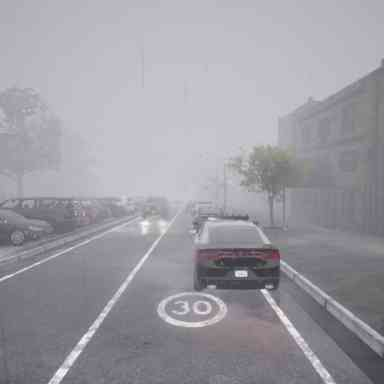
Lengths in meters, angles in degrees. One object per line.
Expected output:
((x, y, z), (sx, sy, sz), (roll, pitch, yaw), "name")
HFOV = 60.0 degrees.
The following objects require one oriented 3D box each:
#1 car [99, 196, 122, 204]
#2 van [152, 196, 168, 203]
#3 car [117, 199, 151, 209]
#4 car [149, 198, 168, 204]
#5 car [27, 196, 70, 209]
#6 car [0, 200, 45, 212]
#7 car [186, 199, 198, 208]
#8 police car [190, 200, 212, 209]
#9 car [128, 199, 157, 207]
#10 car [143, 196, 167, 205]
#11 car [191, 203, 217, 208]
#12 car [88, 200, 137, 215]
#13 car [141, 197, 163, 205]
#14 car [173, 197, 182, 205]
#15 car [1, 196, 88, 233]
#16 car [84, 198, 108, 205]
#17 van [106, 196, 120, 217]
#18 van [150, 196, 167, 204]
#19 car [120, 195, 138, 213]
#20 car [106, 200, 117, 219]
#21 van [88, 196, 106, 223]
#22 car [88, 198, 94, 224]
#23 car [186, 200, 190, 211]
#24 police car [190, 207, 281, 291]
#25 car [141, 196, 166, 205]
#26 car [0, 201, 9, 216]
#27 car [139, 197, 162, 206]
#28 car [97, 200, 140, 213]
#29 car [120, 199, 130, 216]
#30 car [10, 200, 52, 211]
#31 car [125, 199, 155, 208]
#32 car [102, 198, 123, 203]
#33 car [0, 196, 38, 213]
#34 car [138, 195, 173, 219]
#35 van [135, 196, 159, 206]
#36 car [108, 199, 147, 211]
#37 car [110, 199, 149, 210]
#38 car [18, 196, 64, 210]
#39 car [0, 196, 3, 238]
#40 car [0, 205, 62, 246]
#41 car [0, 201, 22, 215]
((-21.985, 2.089, 90.095), (5.566, 2.045, 2.435), (0, -1, 0), "car")
((-8.995, 2.154, 93.415), (4.442, 1.987, 1.878), (0, -1, 0), "van")
((-8.878, 1.893, 51.366), (4.792, 1.488, 2.163), (0, -1, 0), "car")
((-8.868, 2.312, 87.806), (4.892, 1.521, 2.231), (0, -1, 0), "car")
((-21.900, 1.609, 50.994), (5.566, 2.045, 2.435), (0, -1, 0), "car")
((-21.917, 1.765, 42.762), (5.008, 1.535, 2.097), (0, -1, 0), "car")
((0.041, 2.060, 59.947), (1.994, 1.385, 4.181), (0, -1, 0), "car")
((0.991, 1.559, 25.215), (1.930, 1.638, 5.238), (0, -1, 0), "police car")
((-8.826, 1.996, 59.775), (4.792, 1.488, 2.163), (0, -1, 0), "car")
((-8.840, 1.956, 79.400), (5.566, 2.045, 2.435), (0, -1, 0), "car")
((0.988, 1.584, 19.095), (1.837, 1.490, 4.892), (0, -1, 0), "car")
((-8.834, 1.710, 37.358), (4.892, 1.521, 2.231), (0, -1, 0), "car")
((-8.834, 2.013, 73.792), (4.553, 1.767, 2.185), (0, -1, 0), "car")
((-3.201, 2.236, 74.602), (1.994, 1.385, 4.181), (0, -1, 0), "car")
((-8.861, 1.283, 17.735), (5.566, 2.045, 2.435), (0, 0, 0), "car")
((-21.952, 2.171, 76.213), (4.892, 1.521, 2.231), (0, -1, 0), "car")
((-8.950, 1.407, 28.946), (4.442, 1.987, 1.878), (0, -1, 0), "van")
((-8.993, 2.119, 90.612), (4.442, 1.987, 1.878), (0, -1, 0), "van")
((-8.865, 1.432, 34.553), (5.566, 2.045, 2.435), (0, -1, 0), "car")
((-8.826, 1.608, 26.141), (4.892, 1.521, 2.231), (0, -1, 0), "car")
((-8.716, 1.356, 23.339), (4.442, 1.987, 1.878), (0, -1, 0), "van")
((-8.800, 1.431, 20.534), (4.553, 1.767, 2.185), (0, -1, 0), "car")
((0.072, 1.882, 46.267), (2.033, 1.411, 5.357), (0, -1, 1), "car")
((0.981, 1.431, 9.187), (1.930, 1.638, 5.238), (0, 0, 0), "police car")
((-8.838, 1.922, 76.597), (5.566, 2.045, 2.435), (0, -1, 0), "car")
((-21.887, 1.713, 34.407), (4.792, 1.488, 2.163), (0, -1, 0), "car")
((-8.831, 1.979, 70.989), (4.553, 1.767, 2.185), (0, -1, 0), "car")
((-8.812, 1.766, 40.155), (4.792, 1.488, 2.163), (0, -1, 0), "car")
((-8.830, 1.658, 31.747), (5.008, 1.535, 2.097), (0, -1, 0), "car")
((-21.922, 1.833, 45.422), (4.674, 1.452, 2.002), (0, -1, 0), "car")
((-8.824, 1.962, 56.972), (4.792, 1.488, 2.163), (0, -1, 0), "car")
((-22.144, 2.371, 92.867), (5.366, 1.575, 1.946), (0, -1, 0), "car")
((-21.892, 1.484, 39.978), (5.566, 2.045, 2.435), (0, -1, 0), "car")
((-3.329, 1.408, 31.311), (2.150, 2.045, 5.566), (0, -1, 0), "car")
((-8.742, 1.810, 65.384), (4.442, 1.987, 1.878), (0, -1, 0), "van")
((-8.840, 1.796, 45.763), (5.008, 1.535, 2.097), (0, -1, 0), "car")
((-9.032, 1.826, 48.563), (5.366, 1.575, 1.946), (0, -1, 0), "car")
((-21.897, 1.576, 48.333), (5.566, 2.045, 2.435), (0, -1, 0), "car")
((-8.869, 1.232, 9.325), (5.566, 2.045, 2.435), (0, 0, 0), "car")
((-8.841, 1.514, 14.927), (4.892, 1.521, 2.231), (0, 0, 0), "car")
((-21.947, 1.738, 37.192), (4.792, 1.488, 2.163), (0, -1, 0), "car")
